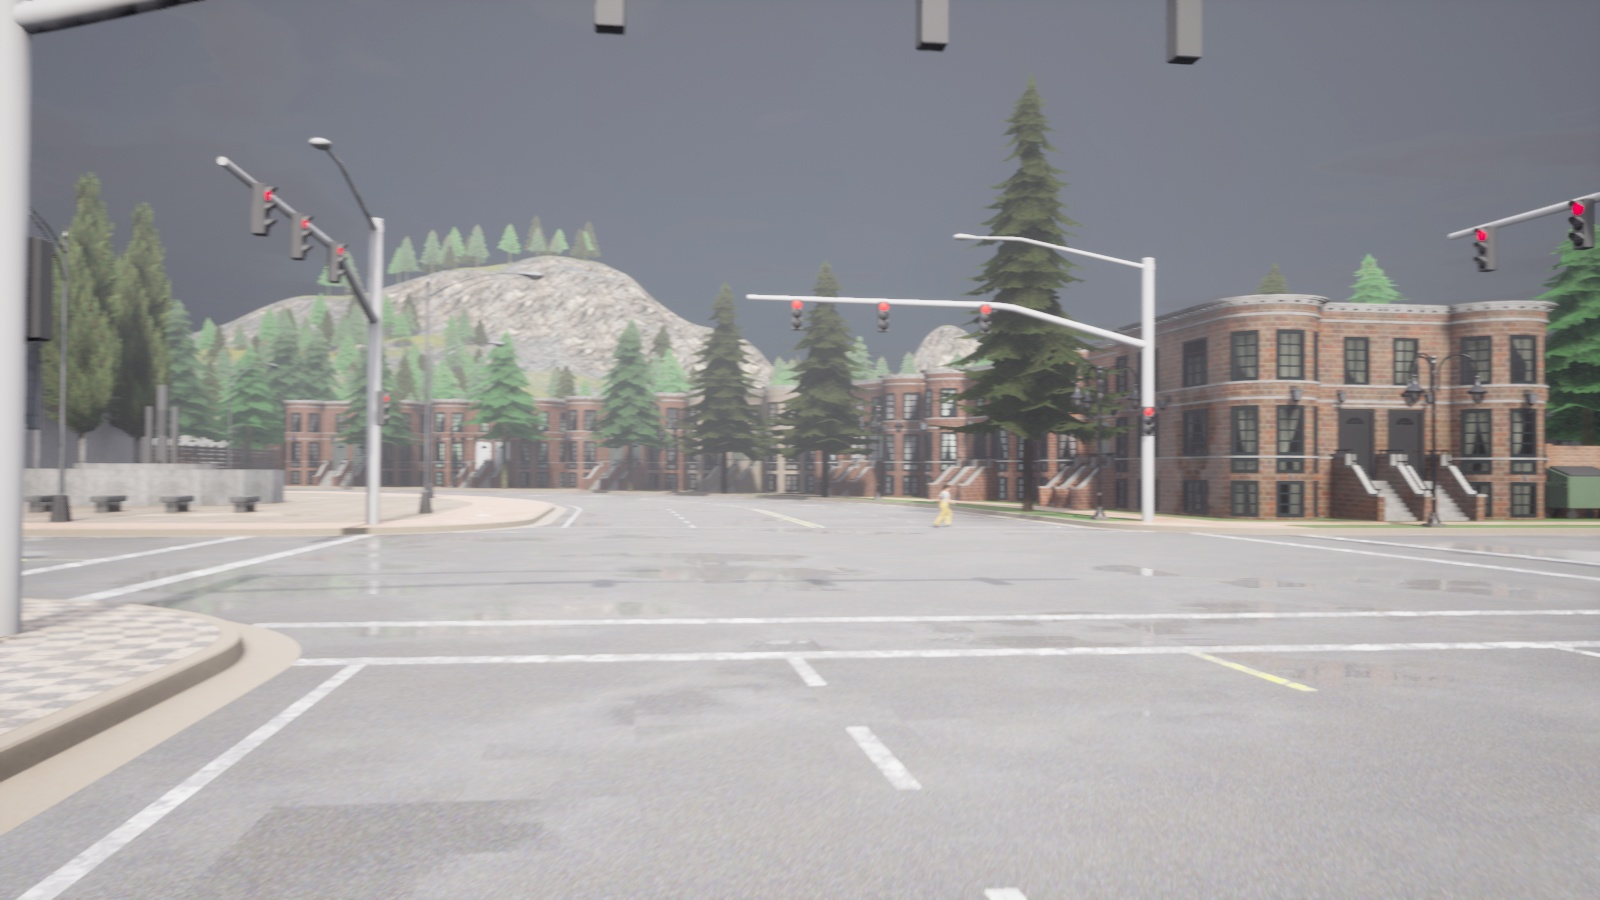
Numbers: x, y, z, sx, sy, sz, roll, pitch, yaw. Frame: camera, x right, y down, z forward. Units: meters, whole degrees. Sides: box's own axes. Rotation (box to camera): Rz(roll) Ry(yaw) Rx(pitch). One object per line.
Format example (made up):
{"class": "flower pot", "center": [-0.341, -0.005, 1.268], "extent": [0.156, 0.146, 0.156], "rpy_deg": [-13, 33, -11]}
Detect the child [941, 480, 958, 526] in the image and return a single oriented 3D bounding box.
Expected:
{"class": "child", "center": [4.154, 1.460, 34.910], "extent": [0.437, 1.263, 0.270], "rpy_deg": [0, -1, -6]}
